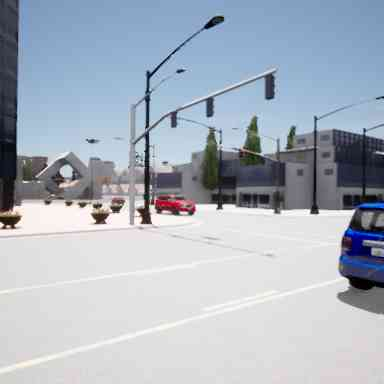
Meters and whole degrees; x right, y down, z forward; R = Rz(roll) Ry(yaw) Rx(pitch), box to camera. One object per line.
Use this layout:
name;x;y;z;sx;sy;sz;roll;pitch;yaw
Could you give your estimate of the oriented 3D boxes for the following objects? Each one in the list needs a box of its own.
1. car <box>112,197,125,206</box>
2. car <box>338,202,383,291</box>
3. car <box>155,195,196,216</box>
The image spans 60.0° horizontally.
car;-13.311;1.638;60.087;1.882;1.535;5.008;1;0;-20
car;5.738;1.251;7.859;5.566;2.045;2.150;0;0;-36
car;-1.802;1.307;34.480;2.150;2.045;5.566;1;-1;-35
